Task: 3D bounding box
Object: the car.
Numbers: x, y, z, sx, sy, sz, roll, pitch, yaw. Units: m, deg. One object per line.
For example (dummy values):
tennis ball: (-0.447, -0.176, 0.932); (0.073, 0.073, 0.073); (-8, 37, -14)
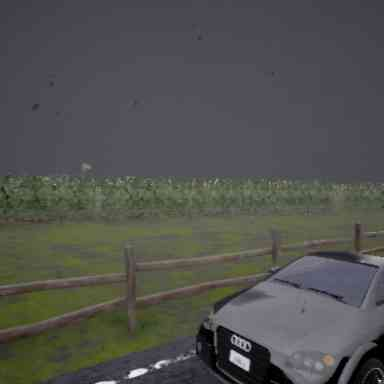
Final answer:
car: (2.111, 1.579, 4.639); (4.181, 1.385, 1.994); (0, 0, -36)
